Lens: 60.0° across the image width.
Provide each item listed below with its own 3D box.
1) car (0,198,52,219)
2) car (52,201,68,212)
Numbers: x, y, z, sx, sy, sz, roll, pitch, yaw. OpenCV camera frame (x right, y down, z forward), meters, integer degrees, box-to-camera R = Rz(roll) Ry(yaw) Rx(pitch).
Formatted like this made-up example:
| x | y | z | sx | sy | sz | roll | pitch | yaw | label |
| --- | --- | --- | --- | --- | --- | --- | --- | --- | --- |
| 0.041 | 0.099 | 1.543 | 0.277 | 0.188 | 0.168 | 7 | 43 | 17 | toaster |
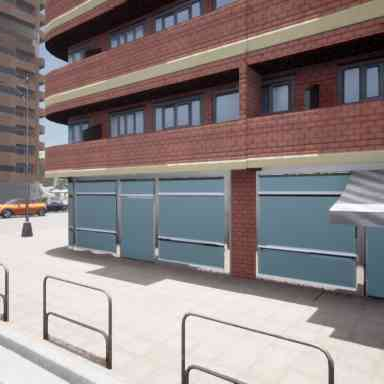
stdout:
| x | y | z | sx | sy | sz | roll | pitch | yaw | label |
| --- | --- | --- | --- | --- | --- | --- | --- | --- | --- |
| -15.468 | 1.352 | 29.690 | 2.097 | 1.767 | 4.553 | 0 | 0 | 36 | car |
| -15.362 | 1.601 | 35.776 | 1.895 | 1.301 | 4.718 | 0 | 0 | 36 | car |
